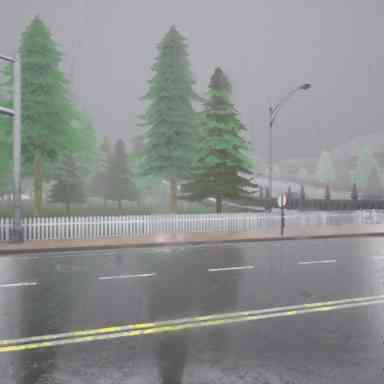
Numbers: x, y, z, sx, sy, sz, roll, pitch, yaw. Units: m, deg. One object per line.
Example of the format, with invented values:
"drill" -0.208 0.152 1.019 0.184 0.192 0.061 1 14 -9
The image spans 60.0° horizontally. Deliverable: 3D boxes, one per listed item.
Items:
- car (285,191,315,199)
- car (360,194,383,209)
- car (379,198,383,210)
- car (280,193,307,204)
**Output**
"car" 15.072 0.995 46.767 2.150 2.045 5.566 0 3 -19
"car" 21.913 1.245 37.892 2.150 2.045 5.566 0 0 -19
"car" 20.593 1.575 30.893 2.033 1.411 5.357 0 0 -17
"car" 16.371 0.996 53.682 1.994 1.385 4.181 0 4 -19
